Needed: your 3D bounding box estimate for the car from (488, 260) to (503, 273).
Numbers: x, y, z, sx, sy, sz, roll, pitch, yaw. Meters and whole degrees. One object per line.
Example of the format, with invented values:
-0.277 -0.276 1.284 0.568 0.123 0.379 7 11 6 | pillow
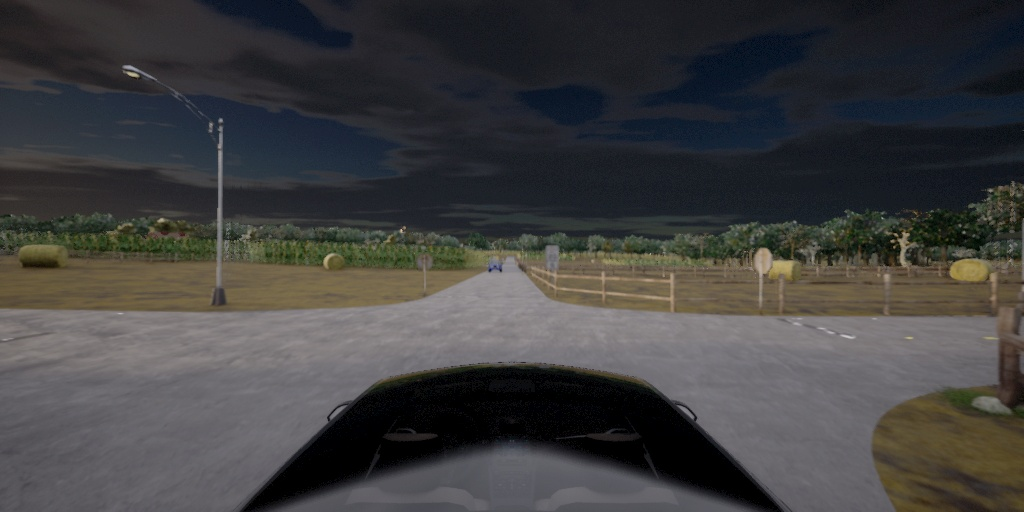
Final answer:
-2.743 1.664 59.661 2.150 2.045 5.566 0 -1 0 | car
